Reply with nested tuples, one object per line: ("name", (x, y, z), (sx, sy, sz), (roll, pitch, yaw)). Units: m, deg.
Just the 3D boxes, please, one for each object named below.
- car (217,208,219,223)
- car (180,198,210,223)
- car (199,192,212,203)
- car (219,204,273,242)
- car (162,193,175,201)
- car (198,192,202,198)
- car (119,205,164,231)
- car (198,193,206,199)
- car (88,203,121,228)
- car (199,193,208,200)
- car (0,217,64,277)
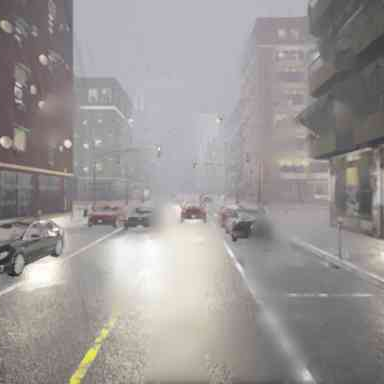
("car", (2.574, 1.413, 21.314), (1.887, 1.381, 4.507), (1, 0, 0))
("car", (0.098, 1.379, 23.724), (1.812, 1.442, 4.674), (0, 0, 0))
("car", (2.704, 1.195, 59.369), (1.887, 1.381, 4.507), (1, 0, 0))
("car", (2.574, 1.468, 15.643), (1.947, 1.339, 4.313), (1, 0, 0))
("car", (-5.322, 1.142, 70.738), (2.008, 1.369, 4.403), (1, 0, 0))
("car", (2.609, 0.913, 69.313), (2.192, 1.841, 5.009), (1, 0, 0))
("car", (-2.749, 1.485, 19.793), (1.895, 1.301, 4.718), (0, 0, 0))
("car", (2.574, 1.070, 87.817), (1.947, 1.339, 4.313), (1, 0, 0))
("car", (-5.273, 1.413, 21.286), (1.887, 1.381, 4.507), (1, 0, 0))
("car", (2.575, 1.002, 76.437), (1.967, 1.590, 4.097), (1, 0, 0))
("car", (-5.273, 1.488, 9.944), (2.008, 1.369, 4.403), (1, 0, 0))
